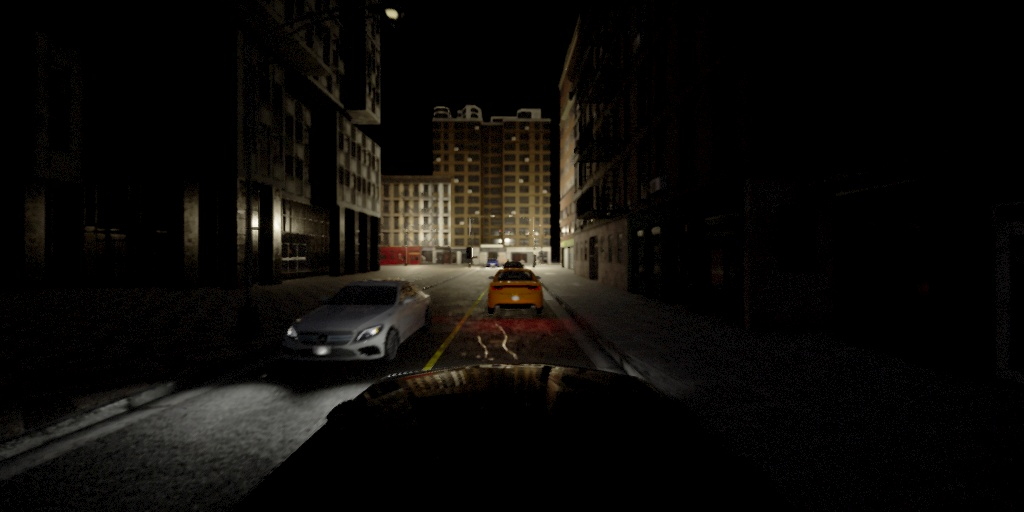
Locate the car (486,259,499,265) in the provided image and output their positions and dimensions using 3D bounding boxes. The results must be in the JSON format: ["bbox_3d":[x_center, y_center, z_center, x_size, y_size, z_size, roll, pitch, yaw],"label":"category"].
[{"bbox_3d":[-2.980,1.144,57.261,1.812,1.442,4.674,0,0,0],"label":"car"}]

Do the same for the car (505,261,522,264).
[{"bbox_3d":[0.117,1.172,31.966,1.882,1.535,5.008,0,-1,0],"label":"car"}]

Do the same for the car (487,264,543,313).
[{"bbox_3d":[0.107,1.210,13.896,1.882,1.535,5.008,0,0,0],"label":"car"}]

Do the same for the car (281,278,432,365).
[{"bbox_3d":[-3.096,1.267,8.169,1.812,1.442,4.674,0,0,0],"label":"car"}]
